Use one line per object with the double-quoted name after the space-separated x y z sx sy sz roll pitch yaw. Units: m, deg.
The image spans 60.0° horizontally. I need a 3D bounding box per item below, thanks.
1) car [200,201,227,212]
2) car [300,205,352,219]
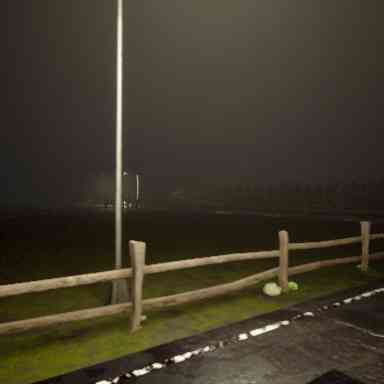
2.965 2.011 47.468 1.812 1.442 4.674 0 0 -35 "car"
13.236 1.939 33.027 1.895 1.301 4.718 0 0 -35 "car"
